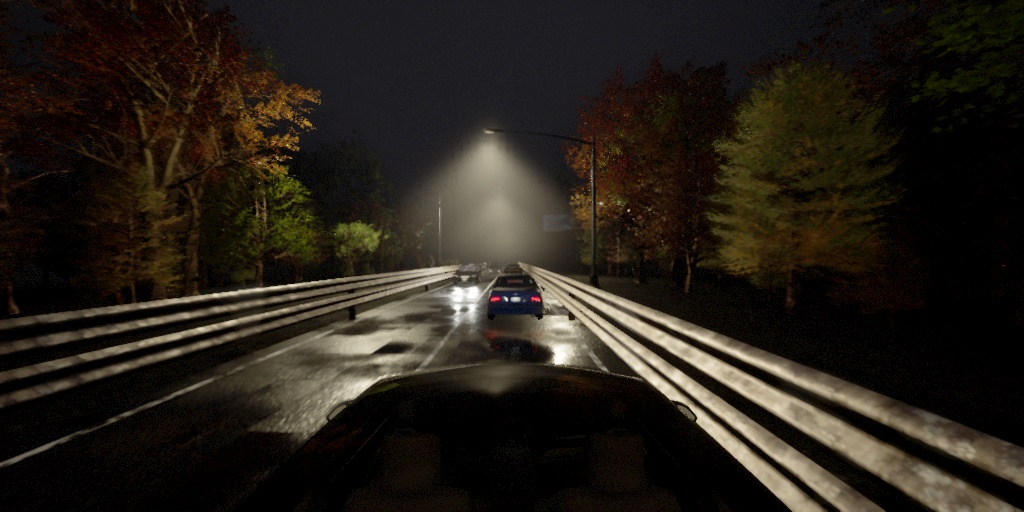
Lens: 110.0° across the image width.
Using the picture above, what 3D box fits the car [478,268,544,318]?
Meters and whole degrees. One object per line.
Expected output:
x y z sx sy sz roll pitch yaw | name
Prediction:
0.108 1.350 13.151 2.033 1.411 5.357 0 0 0 | car

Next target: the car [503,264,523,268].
0.120 1.534 36.420 1.837 1.490 4.892 0 -1 0 | car

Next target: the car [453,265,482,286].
-3.330 1.429 27.749 2.128 1.511 4.902 0 -1 0 | car
